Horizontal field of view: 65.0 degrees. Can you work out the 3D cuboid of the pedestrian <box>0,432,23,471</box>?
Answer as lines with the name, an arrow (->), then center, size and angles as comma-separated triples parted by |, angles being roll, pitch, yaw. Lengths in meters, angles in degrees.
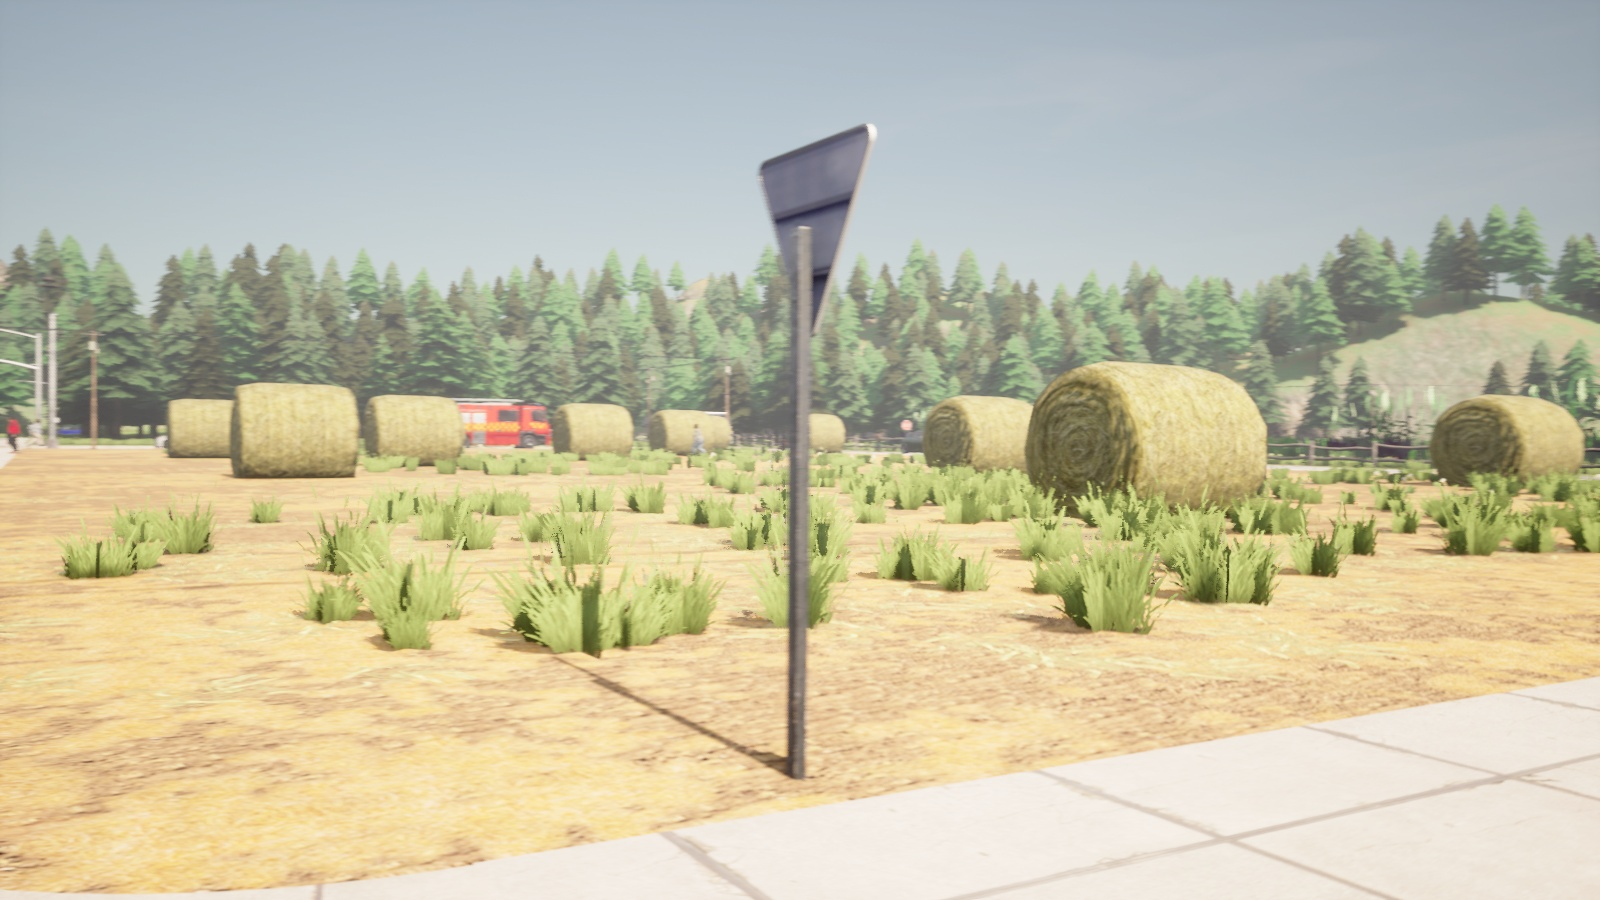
pedestrian -> -38.154, 0.074, 60.637 | 0.899, 1.844, 0.634 | -1, 1, -18

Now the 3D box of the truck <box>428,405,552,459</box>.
truck -> -23.156, -1.384, 93.918 | 8.468, 3.827, 2.891 | -1, 1, -30

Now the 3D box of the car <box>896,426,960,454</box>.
car -> 8.462, -0.656, 83.515 | 2.097, 1.767, 4.553 | -1, 1, -27

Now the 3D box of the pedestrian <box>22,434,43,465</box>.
pedestrian -> -46.719, -0.028, 76.447 | 0.900, 1.855, 0.874 | -1, 1, -16

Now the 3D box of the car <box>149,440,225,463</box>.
car -> -42.366, 0.073, 86.810 | 4.514, 1.525, 2.007 | -1, 1, -30

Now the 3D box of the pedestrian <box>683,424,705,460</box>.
pedestrian -> -5.575, -0.434, 66.343 | 0.900, 1.855, 0.874 | -1, 1, 13
